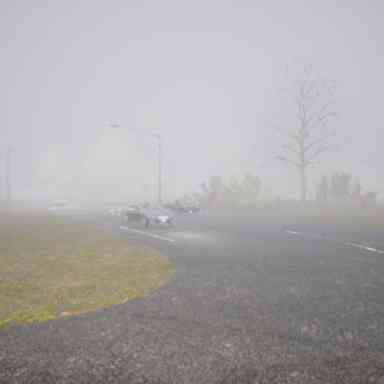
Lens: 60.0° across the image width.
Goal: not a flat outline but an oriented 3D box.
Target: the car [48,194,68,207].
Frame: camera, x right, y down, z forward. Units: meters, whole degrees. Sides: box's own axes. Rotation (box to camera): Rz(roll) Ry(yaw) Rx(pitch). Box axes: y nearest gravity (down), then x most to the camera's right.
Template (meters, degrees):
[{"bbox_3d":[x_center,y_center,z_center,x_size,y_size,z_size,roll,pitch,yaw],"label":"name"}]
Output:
[{"bbox_3d":[-18.764,1.355,46.425,1.895,1.301,4.718,0,0,-33],"label":"car"}]

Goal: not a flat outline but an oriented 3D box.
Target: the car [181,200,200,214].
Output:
[{"bbox_3d":[-1.290,1.440,31.919,1.895,1.301,4.718,0,0,-32],"label":"car"}]

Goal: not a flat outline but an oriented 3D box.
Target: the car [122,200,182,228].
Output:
[{"bbox_3d":[-2.941,1.397,21.448,2.128,1.511,4.902,0,0,-32],"label":"car"}]
